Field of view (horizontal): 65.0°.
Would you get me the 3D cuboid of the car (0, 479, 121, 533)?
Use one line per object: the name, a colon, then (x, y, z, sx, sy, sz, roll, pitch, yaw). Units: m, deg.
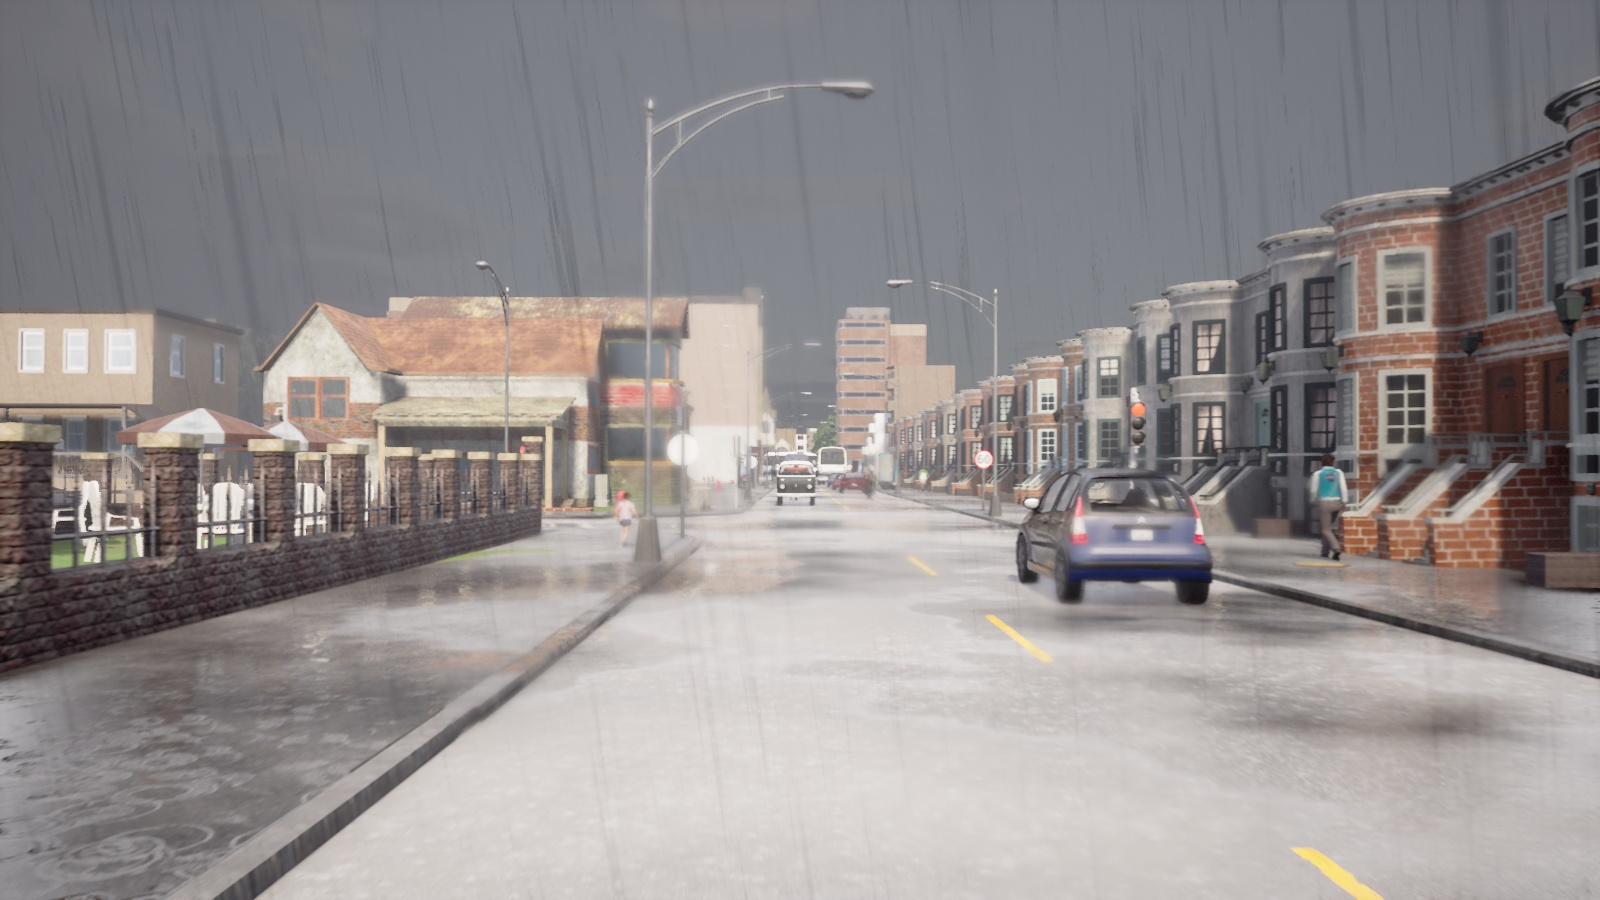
car: (-21.887, 1.532, 34.469, 5.357, 1.411, 2.033, 0, -1, -3)

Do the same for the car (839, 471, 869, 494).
car: (3.738, 2.254, 88.253, 1.882, 1.535, 5.008, 0, -1, 0)

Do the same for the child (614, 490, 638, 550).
child: (-3.275, 1.314, 23.639, 0.255, 1.110, 0.394, -1, -1, 29)

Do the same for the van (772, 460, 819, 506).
van: (-0.184, 1.509, 57.925, 2.069, 2.038, 4.480, 0, -1, 0)

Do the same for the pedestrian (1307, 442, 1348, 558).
pedestrian: (8.916, 0.841, 21.234, 0.396, 1.930, 0.692, 0, -1, 0)

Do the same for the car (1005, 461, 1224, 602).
car: (3.938, 0.971, 16.423, 1.851, 1.617, 3.988, 0, -1, 0)
